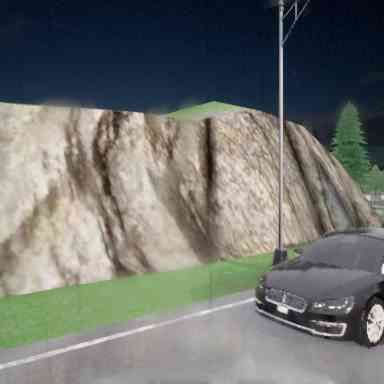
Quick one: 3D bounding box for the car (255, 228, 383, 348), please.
[{"bbox_3d":[3.325,1.503,6.386,4.892,1.490,1.837,0,0,-36],"label":"car"}]
